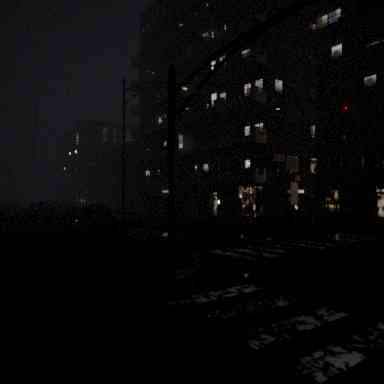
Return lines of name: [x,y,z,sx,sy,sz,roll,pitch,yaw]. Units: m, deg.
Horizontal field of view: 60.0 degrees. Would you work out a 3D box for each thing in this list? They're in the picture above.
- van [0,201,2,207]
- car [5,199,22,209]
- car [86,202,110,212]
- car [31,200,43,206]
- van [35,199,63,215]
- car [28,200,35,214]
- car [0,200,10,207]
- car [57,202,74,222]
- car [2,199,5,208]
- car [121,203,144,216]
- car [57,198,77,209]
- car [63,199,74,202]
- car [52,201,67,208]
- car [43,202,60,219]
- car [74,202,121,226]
van: [-39.610,2.411,71.313,1.690,1.788,3.998,-1,0,-35]
car: [-33.197,2.365,62.313,1.967,1.590,4.097,-1,0,-35]
car: [-13.752,2.191,48.604,1.947,1.339,4.313,-1,0,-35]
car: [-39.382,2.772,84.578,1.947,1.339,4.313,-1,0,-35]
van: [-17.170,1.900,39.815,1.690,1.788,3.998,-1,0,-35]
car: [-20.374,2.073,44.314,1.967,1.590,4.097,-1,0,-35]
car: [-42.714,2.665,75.674,1.752,1.417,4.829,-1,0,-35]
car: [-10.656,1.933,30.677,1.752,1.417,4.829,-1,0,-35]
car: [-36.401,2.542,66.813,1.887,1.381,4.507,-1,0,-35]
car: [-7.444,2.005,39.749,1.752,1.417,4.829,-1,0,-35]
car: [-23.368,2.159,62.094,2.192,1.841,5.009,-1,0,-35]
car: [-15.696,2.054,42.189,2.128,1.511,4.902,0,-1,-35]
car: [-26.567,2.461,66.591,1.887,1.381,4.507,-1,0,-35]
car: [-13.960,2.036,35.314,2.008,1.369,4.403,-1,0,-35]
car: [-7.551,1.776,26.316,1.967,1.590,4.097,-1,0,-35]
